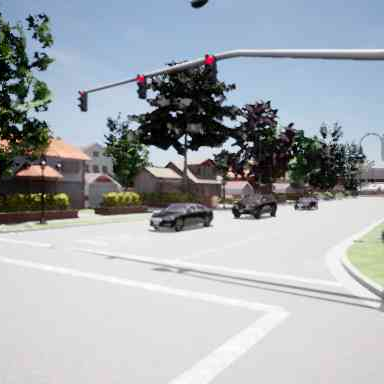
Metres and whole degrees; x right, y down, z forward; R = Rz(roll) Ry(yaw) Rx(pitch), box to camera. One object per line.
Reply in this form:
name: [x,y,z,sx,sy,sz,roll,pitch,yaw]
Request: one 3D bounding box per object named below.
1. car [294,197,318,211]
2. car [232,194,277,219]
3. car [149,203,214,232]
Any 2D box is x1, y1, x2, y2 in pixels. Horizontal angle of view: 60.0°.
car: [13.943,1.426,40.611,2.128,1.511,4.902,0,0,35]
car: [5.487,1.156,28.562,2.150,2.045,5.566,0,0,35]
car: [-0.531,1.427,19.980,2.128,1.511,4.902,0,0,35]
